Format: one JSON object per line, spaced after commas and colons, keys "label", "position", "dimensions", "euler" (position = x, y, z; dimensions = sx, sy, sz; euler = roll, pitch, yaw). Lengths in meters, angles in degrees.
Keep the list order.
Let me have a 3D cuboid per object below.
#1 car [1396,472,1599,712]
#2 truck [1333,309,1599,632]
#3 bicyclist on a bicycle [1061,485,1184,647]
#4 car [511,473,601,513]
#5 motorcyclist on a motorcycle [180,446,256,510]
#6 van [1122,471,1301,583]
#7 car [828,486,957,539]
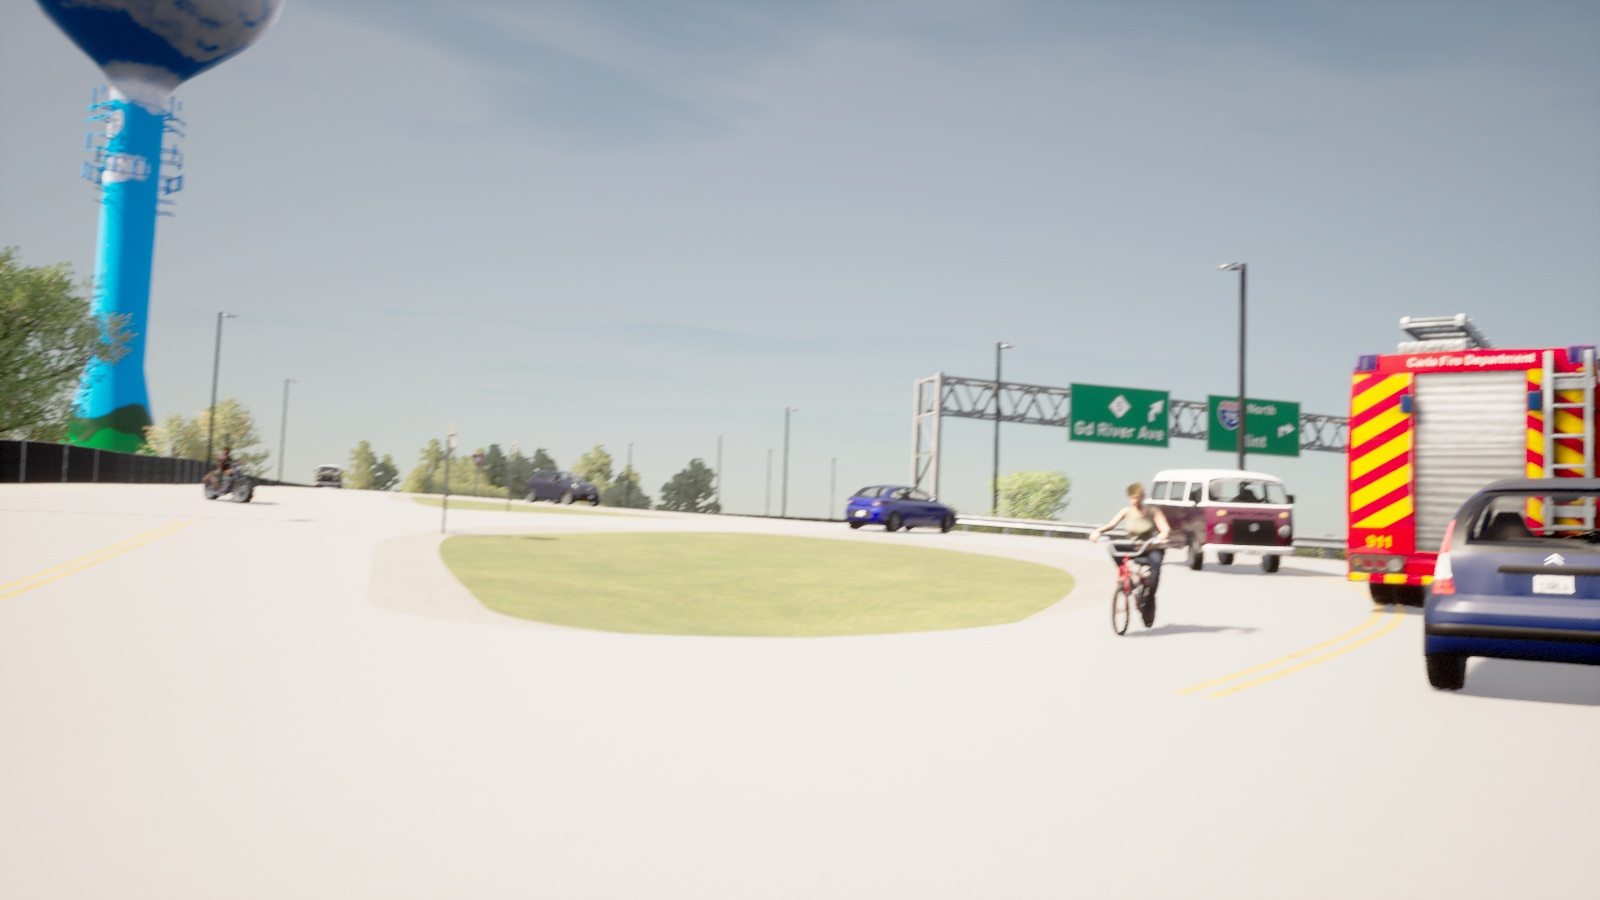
{"label": "car", "position": [6.217, 1.048, 10.315], "dimensions": [1.851, 1.617, 3.988], "euler": [-1, -3, 33]}
{"label": "truck", "position": [10.536, 0.439, 19.173], "dimensions": [2.891, 3.827, 8.468], "euler": [0, -3, 34]}
{"label": "bicyclist on a bicycle", "position": [3.461, 1.198, 13.396], "dimensions": [0.866, 1.612, 1.509], "euler": [-1, -3, 32]}
{"label": "car", "position": [-10.640, 1.849, 54.640], "dimensions": [3.633, 1.501, 1.845], "euler": [1, -4, 40]}
{"label": "motorcyclist on a motorcycle", "position": [-16.408, 0.782, 35.380], "dimensions": [2.350, 1.649, 0.766], "euler": [3, -3, 36]}
{"label": "van", "position": [8.293, 1.511, 25.771], "dimensions": [2.069, 2.038, 4.480], "euler": [2, -2, -1]}
{"label": "car", "position": [3.003, 2.008, 40.063], "dimensions": [1.816, 1.474, 4.193], "euler": [2, -2, 42]}
